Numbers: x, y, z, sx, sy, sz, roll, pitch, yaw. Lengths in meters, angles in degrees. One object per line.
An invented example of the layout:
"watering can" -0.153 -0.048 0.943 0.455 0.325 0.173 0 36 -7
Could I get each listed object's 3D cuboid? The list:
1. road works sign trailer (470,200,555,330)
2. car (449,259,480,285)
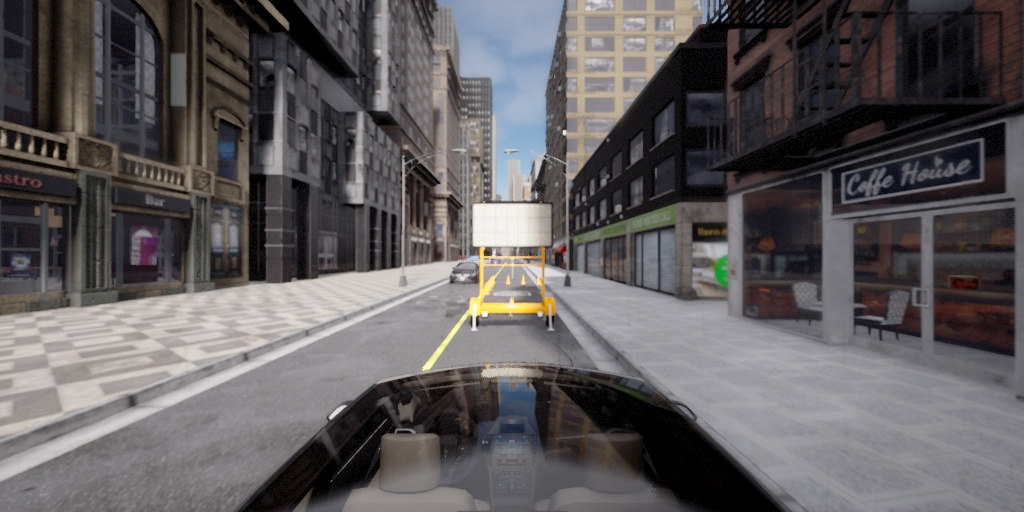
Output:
"road works sign trailer" 0.014 0.148 10.764 2.380 3.560 2.880 0 0 0
"car" -3.076 1.114 24.612 1.812 1.442 4.674 0 0 0
